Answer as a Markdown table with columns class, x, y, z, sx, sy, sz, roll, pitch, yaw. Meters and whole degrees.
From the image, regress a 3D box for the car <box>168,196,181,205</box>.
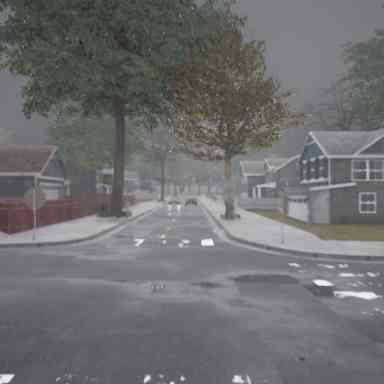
| class | x | y | z | sx | sy | sz | roll | pitch | yaw |
| --- | --- | --- | --- | --- | --- | --- | --- | --- | --- |
| car | -2.912 | 1.441 | 56.628 | 1.837 | 1.490 | 4.892 | 0 | 0 | 0 |

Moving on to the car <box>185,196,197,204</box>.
| class | x | y | z | sx | sy | sz | roll | pitch | yaw |
| --- | --- | --- | --- | --- | --- | --- | --- | --- | --- |
| car | -0.179 | 1.475 | 62.468 | 2.033 | 1.411 | 5.357 | 0 | 0 | 0 |

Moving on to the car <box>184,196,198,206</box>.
| class | x | y | z | sx | sy | sz | roll | pitch | yaw |
| --- | --- | --- | --- | --- | --- | --- | --- | --- | --- |
| car | -0.149 | 1.446 | 52.045 | 1.837 | 1.490 | 4.892 | 0 | 0 | 0 |
